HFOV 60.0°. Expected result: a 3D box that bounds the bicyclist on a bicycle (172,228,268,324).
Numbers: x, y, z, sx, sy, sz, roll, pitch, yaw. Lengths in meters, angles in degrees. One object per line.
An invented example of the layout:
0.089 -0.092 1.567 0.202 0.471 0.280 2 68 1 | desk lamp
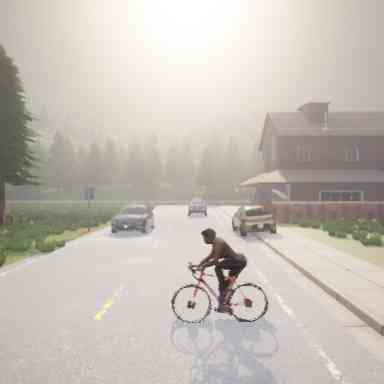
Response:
0.461 1.443 5.658 1.656 1.620 0.582 -2 0 1 | bicyclist on a bicycle

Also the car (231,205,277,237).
3.231 1.450 18.064 1.816 1.474 4.193 -6 0 -1 | car

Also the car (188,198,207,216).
0.561 1.538 32.862 2.033 1.411 5.357 0 0 1 | car

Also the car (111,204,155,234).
-3.270 1.500 19.112 1.837 1.490 4.892 0 0 1 | car

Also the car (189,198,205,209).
0.746 1.534 45.757 2.033 1.411 5.357 0 0 1 | car
